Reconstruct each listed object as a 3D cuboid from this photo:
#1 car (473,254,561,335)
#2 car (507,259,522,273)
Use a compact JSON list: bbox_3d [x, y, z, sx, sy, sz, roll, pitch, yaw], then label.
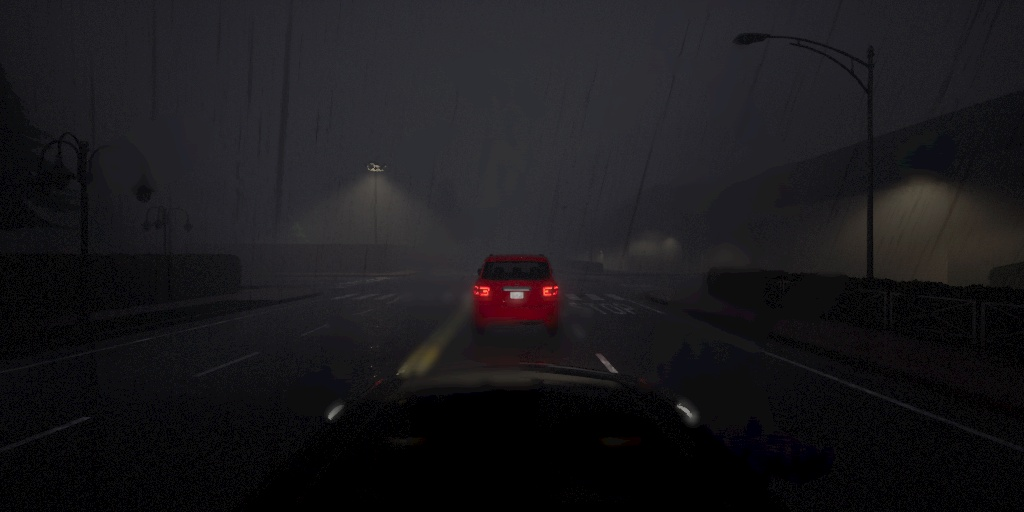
[{"bbox_3d":[0.113,0.971,10.698,2.150,2.045,5.566,0,0,0],"label":"car"},{"bbox_3d":[0.317,1.228,45.553,1.882,1.535,5.008,0,0,1],"label":"car"}]
